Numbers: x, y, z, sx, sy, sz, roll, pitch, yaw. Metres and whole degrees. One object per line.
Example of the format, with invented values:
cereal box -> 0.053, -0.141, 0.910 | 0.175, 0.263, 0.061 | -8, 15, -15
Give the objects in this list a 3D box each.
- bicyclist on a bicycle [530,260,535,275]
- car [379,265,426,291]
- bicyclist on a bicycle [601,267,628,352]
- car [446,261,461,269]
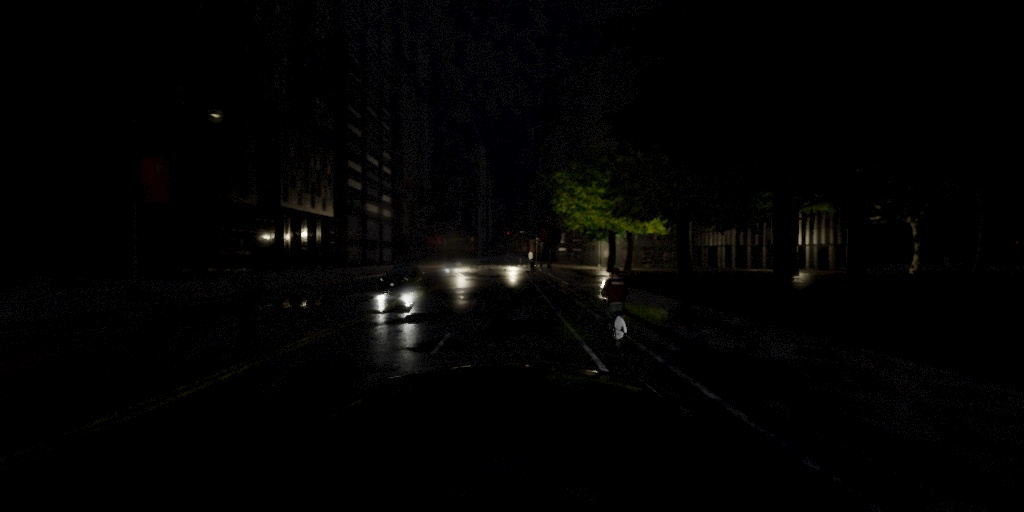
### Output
bicyclist on a bicycle -> 2.258, 1.267, 39.825 | 0.582, 1.620, 1.656 | 0, 0, 0
car -> -6.596, 1.301, 22.047 | 1.812, 1.442, 4.674 | 0, 0, 0
bicyclist on a bicycle -> 2.252, 1.128, 8.029 | 0.659, 1.776, 1.843 | 0, 0, 0
car -> -9.756, 1.484, 59.974 | 1.895, 1.301, 4.718 | 0, 0, 0
